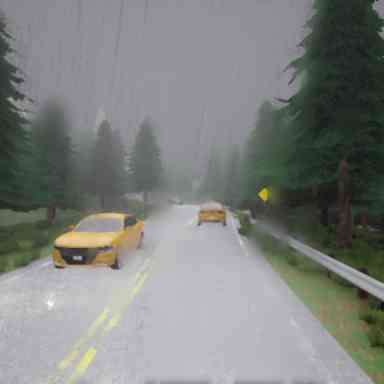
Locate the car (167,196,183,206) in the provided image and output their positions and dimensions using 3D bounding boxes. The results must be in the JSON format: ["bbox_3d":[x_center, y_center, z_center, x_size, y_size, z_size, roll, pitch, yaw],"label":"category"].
[{"bbox_3d":[-2.784,1.433,54.168,2.128,1.511,4.902,2,0,-16],"label":"car"}]

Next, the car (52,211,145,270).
[{"bbox_3d":[-2.875,1.465,11.247,1.882,1.535,5.008,0,0,3],"label":"car"}]

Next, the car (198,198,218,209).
[{"bbox_3d":[2.174,1.618,46.410,1.994,1.385,4.181,1,0,-6],"label":"car"}]

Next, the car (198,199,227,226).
[{"bbox_3d":[1.500,1.491,23.937,1.882,1.535,5.008,0,0,5],"label":"car"}]
